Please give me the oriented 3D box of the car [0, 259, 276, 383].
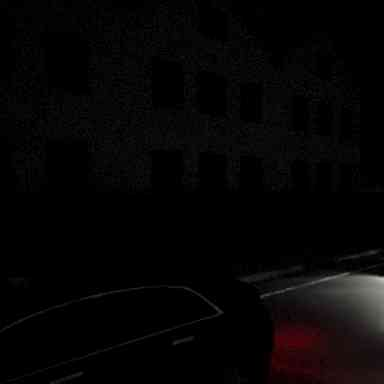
[{"bbox_3d":[-1.327,1.505,3.036,4.892,1.490,1.837,0,0,-35],"label":"car"}]
